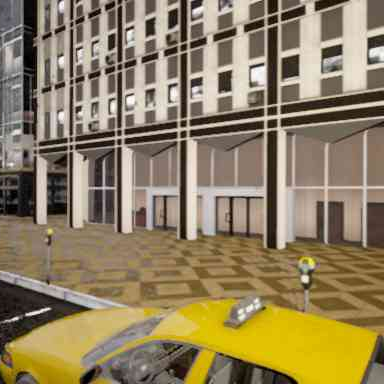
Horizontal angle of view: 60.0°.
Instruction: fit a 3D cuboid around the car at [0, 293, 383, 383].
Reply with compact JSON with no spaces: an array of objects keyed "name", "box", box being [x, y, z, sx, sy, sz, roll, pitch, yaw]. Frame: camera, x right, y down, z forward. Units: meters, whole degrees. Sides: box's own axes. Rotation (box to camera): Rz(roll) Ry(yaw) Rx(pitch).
[{"name":"car","box":[0.198,1.526,2.727,4.829,1.417,1.752,0,0,35]}]
